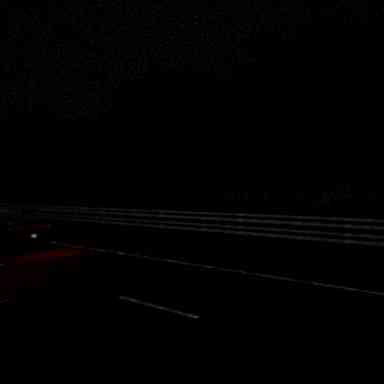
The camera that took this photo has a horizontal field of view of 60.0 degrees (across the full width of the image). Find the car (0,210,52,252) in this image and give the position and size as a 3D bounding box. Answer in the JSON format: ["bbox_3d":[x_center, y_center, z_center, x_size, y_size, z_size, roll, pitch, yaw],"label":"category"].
[{"bbox_3d":[-7.893,1.474,13.866,5.008,1.535,1.882,0,0,36],"label":"car"}]
